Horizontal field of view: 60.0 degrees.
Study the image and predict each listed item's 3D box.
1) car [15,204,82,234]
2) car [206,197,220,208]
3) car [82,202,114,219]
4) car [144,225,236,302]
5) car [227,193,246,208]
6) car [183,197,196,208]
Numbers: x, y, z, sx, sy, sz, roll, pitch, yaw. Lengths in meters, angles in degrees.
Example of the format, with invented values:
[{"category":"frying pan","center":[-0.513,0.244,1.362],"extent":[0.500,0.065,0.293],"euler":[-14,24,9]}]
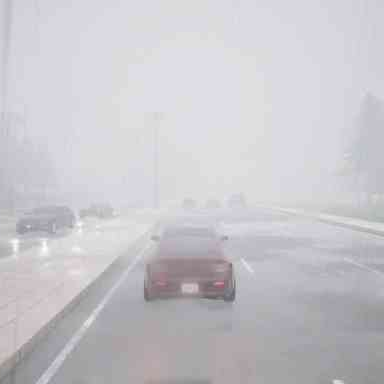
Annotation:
[{"category":"car","center":[-8.246,1.504,19.180],"extent":[1.837,1.490,4.892],"euler":[0,0,0]},{"category":"car","center":[3.058,1.524,49.234],"extent":[1.812,1.442,4.674],"euler":[0,0,-1]},{"category":"car","center":[-8.284,1.600,29.124],"extent":[1.895,1.301,4.718],"euler":[0,0,0]},{"category":"car","center":[-0.057,1.525,8.148],"extent":[1.812,1.442,4.674],"euler":[0,0,-1]},{"category":"car","center":[6.558,1.219,49.221],"extent":[2.150,2.045,5.566],"euler":[0,0,-1]},{"category":"car","center":[-0.442,1.503,49.194],"extent":[1.837,1.490,4.892],"euler":[0,0,-1]}]
